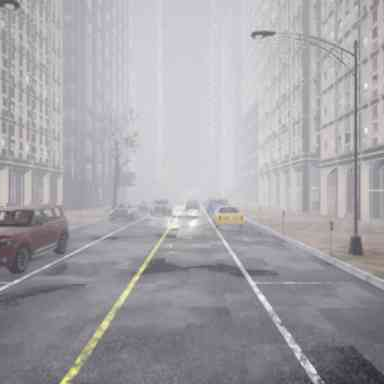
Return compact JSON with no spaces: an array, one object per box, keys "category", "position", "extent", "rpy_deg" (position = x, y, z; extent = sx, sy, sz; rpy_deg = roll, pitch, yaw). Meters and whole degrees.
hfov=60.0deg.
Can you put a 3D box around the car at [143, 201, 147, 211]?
[{"category":"car","position":[-5.646,1.727,39.435],"extent":[2.008,1.369,4.403],"rpy_deg":[0,0,0]}]

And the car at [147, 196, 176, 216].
[{"category":"car","position":[-3.054,1.508,34.377],"extent":[2.097,1.767,4.553],"rpy_deg":[0,0,0]}]

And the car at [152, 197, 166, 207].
[{"category":"car","position":[-5.625,1.679,56.532],"extent":[1.967,1.590,4.097],"rpy_deg":[0,0,0]}]

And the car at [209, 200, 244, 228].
[{"category":"car","position":[2.377,1.564,22.749],"extent":[1.801,1.575,5.366],"rpy_deg":[0,0,0]}]

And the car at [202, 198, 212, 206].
[{"category":"car","position":[2.763,1.839,62.217],"extent":[1.802,1.307,4.206],"rpy_deg":[0,0,0]}]

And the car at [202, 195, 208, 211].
[{"category":"car","position":[2.734,1.491,39.423],"extent":[2.192,1.841,5.009],"rpy_deg":[0,0,0]}]

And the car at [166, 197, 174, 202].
[{"category":"car","position":[-5.590,1.900,85.022],"extent":[1.802,1.307,4.206],"rpy_deg":[0,0,0]}]

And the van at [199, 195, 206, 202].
[{"category":"van","position":[2.798,1.674,90.709],"extent":[1.690,1.788,3.998],"rpy_deg":[0,0,0]}]

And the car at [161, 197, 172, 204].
[{"category":"car","position":[-5.604,1.855,73.625],"extent":[1.947,1.339,4.313],"rpy_deg":[0,0,0]}]

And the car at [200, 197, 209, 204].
[{"category":"car","position":[2.777,1.834,73.613],"extent":[1.887,1.381,4.507],"rpy_deg":[0,0,0]}]

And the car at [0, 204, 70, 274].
[{"category":"car","position":[-5.681,1.369,10.944],"extent":[2.192,1.841,5.009],"rpy_deg":[0,0,0]}]

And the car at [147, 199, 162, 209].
[{"category":"car","position":[-5.632,1.744,50.661],"extent":[1.752,1.417,4.829],"rpy_deg":[0,0,0]}]

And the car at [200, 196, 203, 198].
[{"category":"car","position":[2.756,1.790,56.520],"extent":[2.008,1.369,4.403],"rpy_deg":[0,0,0]}]

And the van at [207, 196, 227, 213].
[{"category":"van","position":[2.727,1.494,33.724],"extent":[1.690,1.788,3.998],"rpy_deg":[0,0,0]}]

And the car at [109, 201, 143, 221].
[{"category":"car","position":[-5.660,1.570,28.038],"extent":[1.967,1.590,4.097],"rpy_deg":[0,0,0]}]

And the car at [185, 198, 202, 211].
[{"category":"car","position":[0.079,1.791,43.043],"extent":[1.895,1.301,4.718],"rpy_deg":[0,0,1]}]
